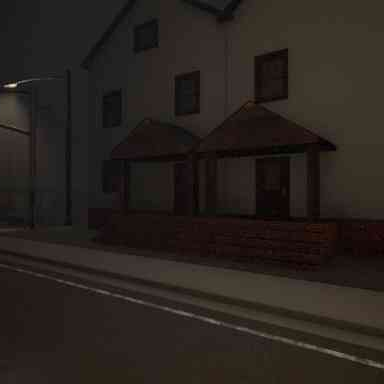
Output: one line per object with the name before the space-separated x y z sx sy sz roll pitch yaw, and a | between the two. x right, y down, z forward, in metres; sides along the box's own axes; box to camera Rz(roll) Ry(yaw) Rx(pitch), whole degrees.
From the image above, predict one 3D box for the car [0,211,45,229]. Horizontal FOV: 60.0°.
car | -15.586 2.488 29.647 2.128 1.511 4.902 0 -9 36
